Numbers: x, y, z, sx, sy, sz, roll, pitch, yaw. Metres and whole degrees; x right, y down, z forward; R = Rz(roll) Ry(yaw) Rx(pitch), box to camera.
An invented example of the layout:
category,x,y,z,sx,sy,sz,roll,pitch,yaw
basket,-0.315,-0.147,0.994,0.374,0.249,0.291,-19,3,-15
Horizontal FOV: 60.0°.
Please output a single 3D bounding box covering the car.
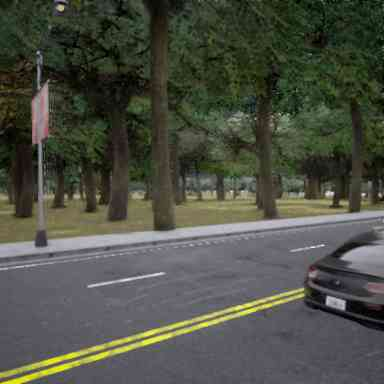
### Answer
category,x,y,z,sx,sy,sz,roll,pitch,yaw
car,4.002,1.449,6.239,4.674,1.442,1.812,-1,0,-35
